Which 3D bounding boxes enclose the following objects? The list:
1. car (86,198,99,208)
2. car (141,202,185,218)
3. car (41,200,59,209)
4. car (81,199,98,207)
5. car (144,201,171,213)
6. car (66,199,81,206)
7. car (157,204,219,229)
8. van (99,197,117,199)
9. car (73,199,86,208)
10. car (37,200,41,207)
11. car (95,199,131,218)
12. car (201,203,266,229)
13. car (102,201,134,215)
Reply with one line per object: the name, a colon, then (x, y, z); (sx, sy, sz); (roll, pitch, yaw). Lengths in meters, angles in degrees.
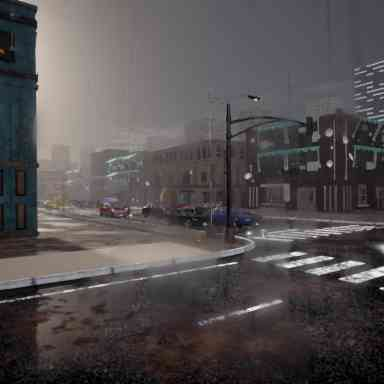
car: (-17.520, 1.940, 62.595); (2.192, 1.841, 5.009); (-1, 0, -35)
car: (-3.198, 1.813, 32.451); (2.128, 1.511, 4.902); (-1, 0, -35)
car: (-24.248, 2.233, 57.603); (1.752, 1.417, 4.829); (-1, 0, -35)
car: (-20.719, 2.228, 67.108); (1.887, 1.381, 4.507); (-1, 0, -35)
car: (-4.693, 1.966, 44.544); (1.802, 1.307, 4.206); (-2, 0, -35)
car: (-27.129, 2.364, 76.135); (1.947, 1.339, 4.313); (-1, 0, -35)
car: (-0.385, 1.815, 23.793); (1.947, 1.339, 4.313); (-1, 0, -35)
van: (-14.314, 1.907, 58.082); (1.690, 1.788, 3.998); (-1, 0, -35)
car: (-20.457, 2.192, 62.280); (1.812, 1.442, 4.674); (-1, 0, -35)
car: (-30.756, 2.376, 66.768); (2.008, 1.369, 4.403); (-1, 0, -35)
car: (-8.324, 1.847, 35.177); (1.967, 1.590, 4.097); (-1, 0, -35)
car: (2.782, 1.750, 23.990); (2.033, 1.411, 5.357); (-1, 0, -34)
car: (-9.199, 1.930, 40.916); (2.128, 1.511, 4.902); (-1, 0, -35)
